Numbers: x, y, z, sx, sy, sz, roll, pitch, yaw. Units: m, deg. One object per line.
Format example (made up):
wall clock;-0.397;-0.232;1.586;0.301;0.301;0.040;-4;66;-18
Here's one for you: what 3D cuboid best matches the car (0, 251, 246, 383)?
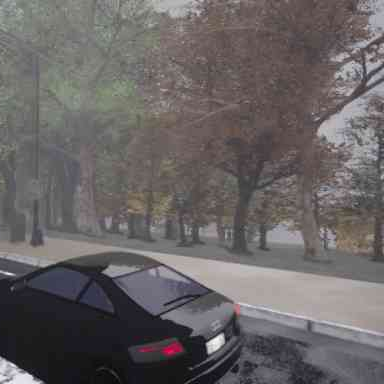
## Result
car;-1.377;1.564;4.667;4.181;1.385;1.994;0;0;36
